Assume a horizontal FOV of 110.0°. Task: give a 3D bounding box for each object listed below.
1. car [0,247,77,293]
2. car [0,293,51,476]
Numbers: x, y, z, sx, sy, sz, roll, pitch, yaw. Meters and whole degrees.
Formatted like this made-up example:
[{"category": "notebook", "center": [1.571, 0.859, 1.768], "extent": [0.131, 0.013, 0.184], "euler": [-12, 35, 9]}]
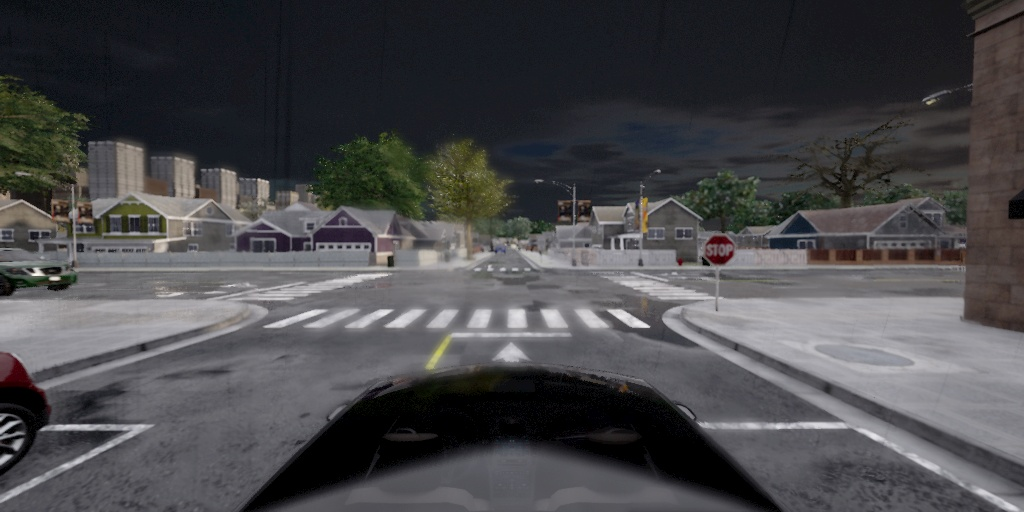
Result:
[{"category": "car", "center": [-22.373, 0.627, 15.377], "extent": [5.566, 2.045, 2.150], "euler": [0, 2, 0]}, {"category": "car", "center": [-5.388, 1.197, 1.599], "extent": [1.967, 1.591, 4.097], "euler": [0, 0, 0]}]
